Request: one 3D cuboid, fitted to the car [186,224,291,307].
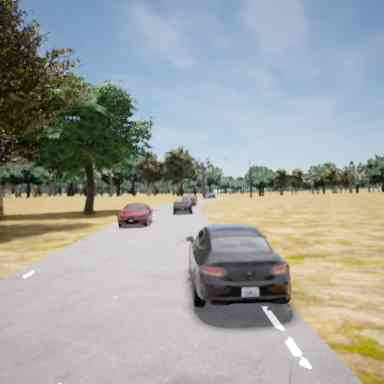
[{"bbox_3d":[0.872,1.467,7.765,1.812,1.442,4.674,-2,0,-2],"label":"car"}]

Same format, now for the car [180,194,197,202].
[{"bbox_3d":[-0.583,1.167,65.116,2.033,1.411,5.357,-3,0,13],"label":"car"}]

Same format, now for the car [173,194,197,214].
[{"bbox_3d":[-0.881,1.313,33.306,2.128,1.511,4.902,-2,1,0],"label":"car"}]

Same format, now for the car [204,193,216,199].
[{"bbox_3d":[4.454,0.938,82.182,2.128,1.511,4.902,-3,-1,20],"label":"car"}]

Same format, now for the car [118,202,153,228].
[{"bbox_3d":[-3.826,1.484,22.882,1.882,1.535,5.008,-2,0,-2],"label":"car"}]
